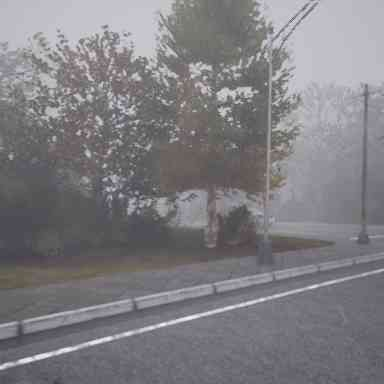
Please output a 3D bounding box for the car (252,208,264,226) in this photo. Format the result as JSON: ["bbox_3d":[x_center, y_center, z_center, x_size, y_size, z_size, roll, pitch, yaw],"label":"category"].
[{"bbox_3d":[3.366,2.401,28.750,2.128,1.511,4.902,3,-4,-39],"label":"car"}]

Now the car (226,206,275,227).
[{"bbox_3d":[5.282,2.333,31.999,2.150,2.045,5.566,3,-5,-39],"label":"car"}]
